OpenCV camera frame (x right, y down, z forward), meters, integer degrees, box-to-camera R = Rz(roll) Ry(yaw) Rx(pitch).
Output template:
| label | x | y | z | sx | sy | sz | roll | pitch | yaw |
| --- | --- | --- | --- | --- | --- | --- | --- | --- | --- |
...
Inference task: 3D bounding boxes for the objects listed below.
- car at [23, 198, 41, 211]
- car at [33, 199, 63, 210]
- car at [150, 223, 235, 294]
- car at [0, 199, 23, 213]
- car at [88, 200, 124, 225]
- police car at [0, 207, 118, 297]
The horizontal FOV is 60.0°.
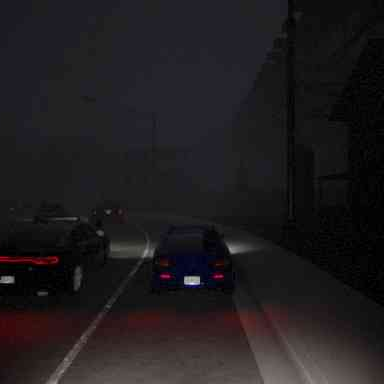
| label | x | y | z | sx | sy | sz | roll | pitch | yaw |
| --- | --- | --- | --- | --- | --- | --- | --- | --- | --- |
| car | -18.471 | 1.507 | 39.213 | 4.892 | 1.490 | 1.837 | 1 | 0 | 37 |
| car | -9.832 | 1.506 | 23.363 | 1.837 | 1.490 | 4.892 | 1 | 0 | -22 |
| car | 0.003 | 1.525 | 8.650 | 1.812 | 1.442 | 4.674 | 0 | 0 | 0 |
| car | -21.135 | 1.507 | 36.846 | 4.892 | 1.490 | 1.837 | 1 | 0 | 36 |
| car | -6.182 | 1.351 | 23.578 | 2.097 | 1.767 | 4.553 | 0 | 0 | -20 |
| police car | -3.485 | 1.425 | 8.736 | 1.930 | 1.638 | 5.238 | 0 | 0 | -2 |
